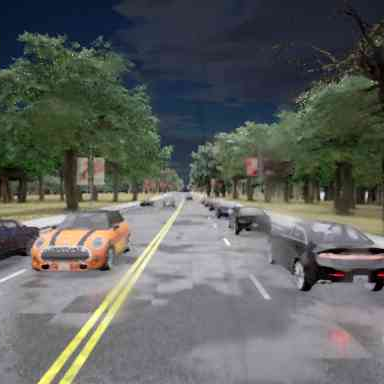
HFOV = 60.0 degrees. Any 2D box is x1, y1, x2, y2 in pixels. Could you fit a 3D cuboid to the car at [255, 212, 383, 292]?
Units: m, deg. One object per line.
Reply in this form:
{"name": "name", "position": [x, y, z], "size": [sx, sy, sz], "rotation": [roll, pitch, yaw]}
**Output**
{"name": "car", "position": [3.340, 1.520, 9.012], "size": [2.128, 1.511, 4.902], "rotation": [0, 0, 0]}

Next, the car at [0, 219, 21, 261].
{"name": "car", "position": [-6.608, 1.581, 10.430], "size": [2.033, 1.411, 5.357], "rotation": [0, 0, 0]}

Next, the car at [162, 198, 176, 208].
{"name": "car", "position": [-3.586, 1.613, 51.464], "size": [2.128, 1.511, 4.902], "rotation": [0, 0, 0]}

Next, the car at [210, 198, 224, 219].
{"name": "car", "position": [3.159, 1.596, 30.413], "size": [2.163, 1.488, 4.792], "rotation": [0, 0, 0]}

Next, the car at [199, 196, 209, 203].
{"name": "car", "position": [2.704, 1.590, 74.425], "size": [1.882, 1.535, 5.008], "rotation": [0, 0, -1]}

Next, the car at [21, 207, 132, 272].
{"name": "car", "position": [-3.364, 1.387, 10.975], "size": [2.097, 1.767, 4.553], "rotation": [0, 0, 0]}

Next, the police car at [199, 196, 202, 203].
{"name": "police car", "position": [2.854, 1.625, 63.415], "size": [2.038, 1.542, 4.974], "rotation": [0, 0, -1]}

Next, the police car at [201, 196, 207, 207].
{"name": "police car", "position": [2.980, 1.627, 52.405], "size": [2.038, 1.542, 4.974], "rotation": [0, 0, -1]}

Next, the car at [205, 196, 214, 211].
{"name": "car", "position": [3.081, 1.616, 41.424], "size": [2.163, 1.488, 4.792], "rotation": [0, 0, 0]}

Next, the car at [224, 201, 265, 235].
{"name": "car", "position": [3.213, 1.539, 19.372], "size": [1.882, 1.535, 5.008], "rotation": [0, 0, 0]}

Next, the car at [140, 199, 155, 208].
{"name": "car", "position": [-6.830, 1.723, 51.048], "size": [1.895, 1.301, 4.718], "rotation": [0, 0, 0]}

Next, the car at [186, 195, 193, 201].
{"name": "car", "position": [-0.686, 1.549, 83.567], "size": [1.837, 1.490, 4.892], "rotation": [0, 0, -1]}
